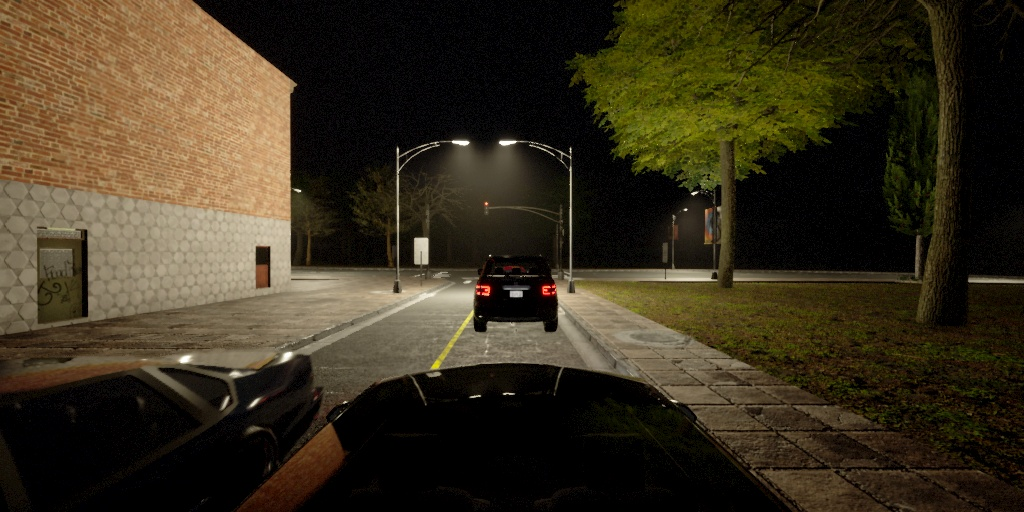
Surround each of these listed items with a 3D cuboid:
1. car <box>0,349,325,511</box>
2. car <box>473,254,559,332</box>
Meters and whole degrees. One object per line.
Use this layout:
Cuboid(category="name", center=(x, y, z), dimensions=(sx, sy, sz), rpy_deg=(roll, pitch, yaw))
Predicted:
Cuboid(category="car", center=(-2.849, 1.297, 1.355), dimensions=(2.033, 1.411, 5.357), rpy_deg=(0, 0, 0))
Cuboid(category="car", center=(0.088, 0.980, 11.002), dimensions=(2.150, 2.045, 5.566), rpy_deg=(0, 0, 0))
